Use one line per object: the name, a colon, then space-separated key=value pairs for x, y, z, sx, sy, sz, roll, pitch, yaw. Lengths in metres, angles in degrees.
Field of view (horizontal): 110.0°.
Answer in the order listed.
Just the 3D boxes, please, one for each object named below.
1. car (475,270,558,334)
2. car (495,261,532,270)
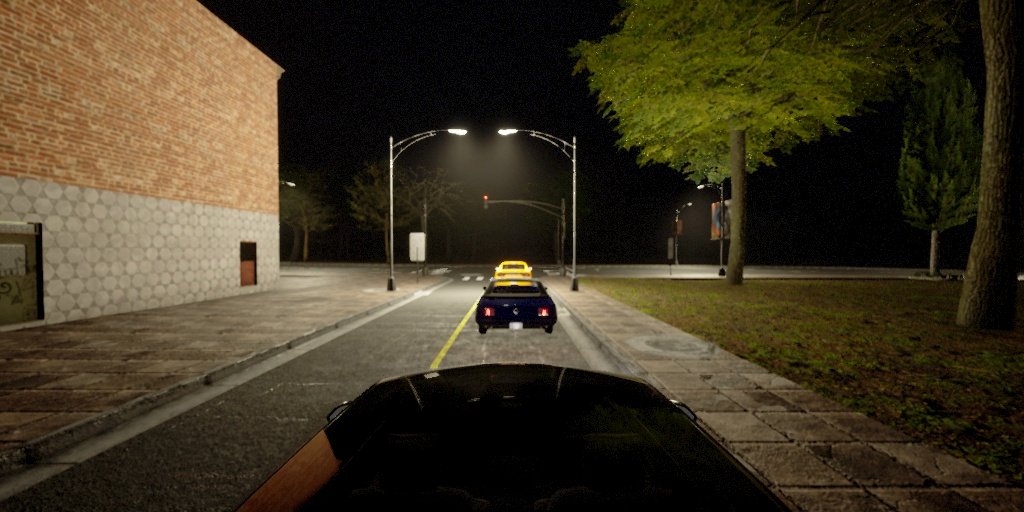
car: x=0.093 y=1.252 z=10.226 sx=1.895 sy=1.301 sz=4.718 roll=0 pitch=1 yaw=0
car: x=0.089 y=1.036 z=19.568 sx=1.882 sy=1.535 sz=5.008 roll=0 pitch=1 yaw=1
